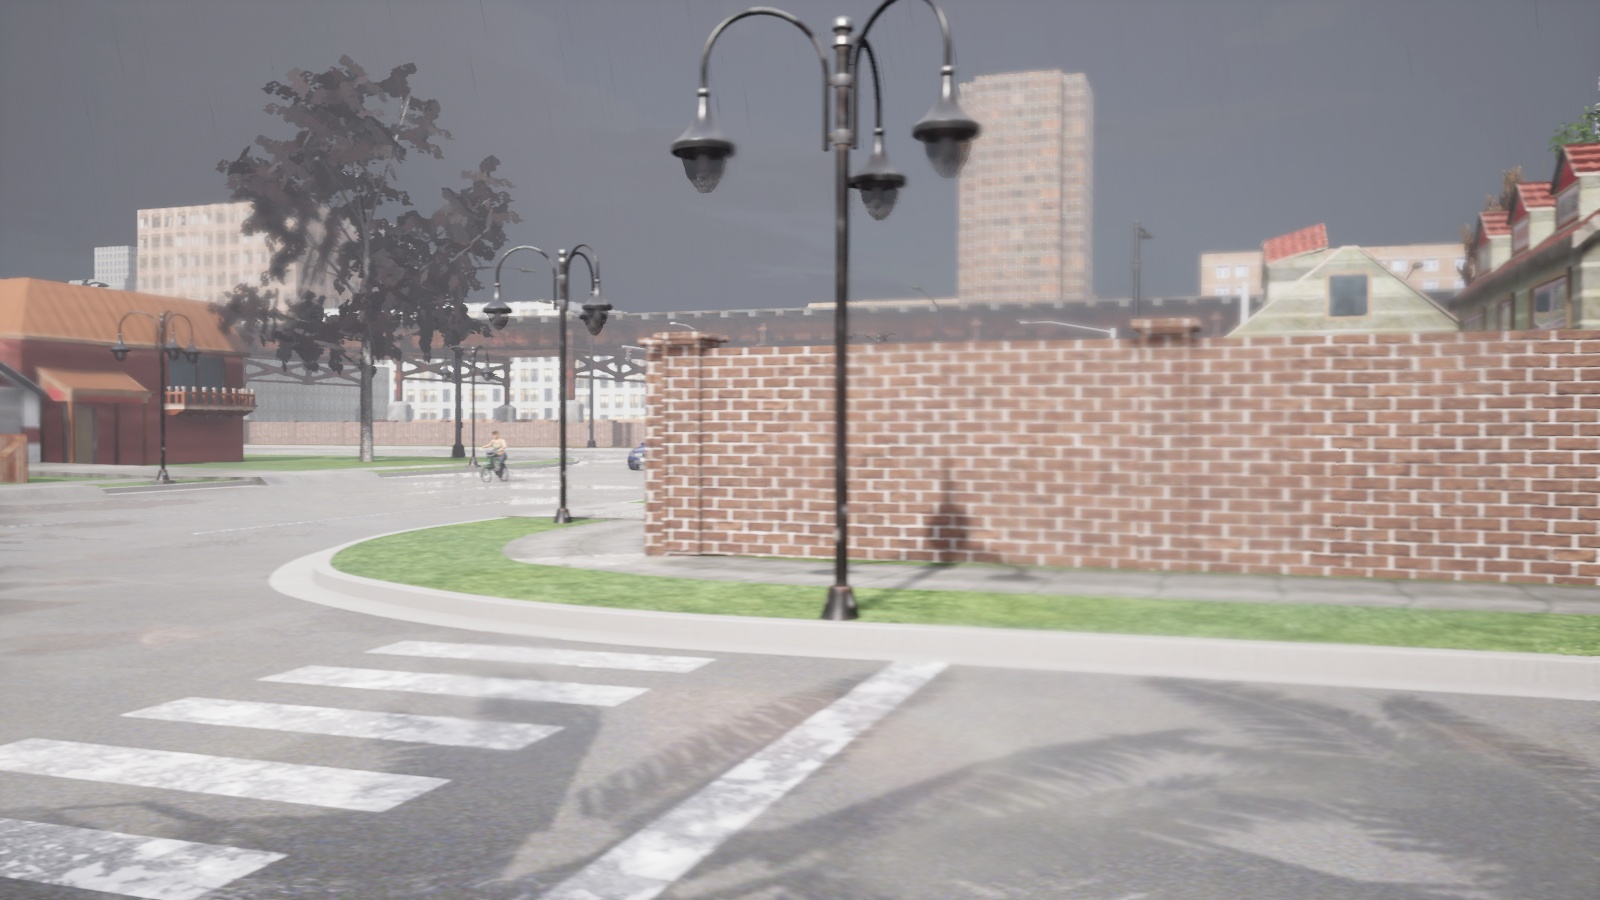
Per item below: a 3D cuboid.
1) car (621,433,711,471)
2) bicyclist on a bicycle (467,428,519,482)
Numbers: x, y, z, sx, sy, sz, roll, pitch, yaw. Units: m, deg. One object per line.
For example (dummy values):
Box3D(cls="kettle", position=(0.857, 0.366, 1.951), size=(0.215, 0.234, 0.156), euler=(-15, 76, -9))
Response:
Box3D(cls="car", position=(-5.357, 0.043, 50.769), size=(1.812, 1.442, 4.674), euler=(1, 1, 18))
Box3D(cls="bicyclist on a bicycle", position=(-9.428, 0.134, 38.565), size=(0.866, 1.612, 1.509), euler=(1, 1, 19))
